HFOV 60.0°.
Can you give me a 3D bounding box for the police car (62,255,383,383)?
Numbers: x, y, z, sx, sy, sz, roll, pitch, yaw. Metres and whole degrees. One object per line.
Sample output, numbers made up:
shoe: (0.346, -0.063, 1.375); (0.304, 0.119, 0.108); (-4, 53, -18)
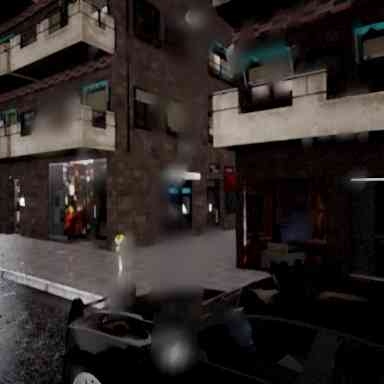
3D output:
police car: (0.859, 1.420, 2.808); (5.238, 1.638, 1.930); (0, 0, 36)
